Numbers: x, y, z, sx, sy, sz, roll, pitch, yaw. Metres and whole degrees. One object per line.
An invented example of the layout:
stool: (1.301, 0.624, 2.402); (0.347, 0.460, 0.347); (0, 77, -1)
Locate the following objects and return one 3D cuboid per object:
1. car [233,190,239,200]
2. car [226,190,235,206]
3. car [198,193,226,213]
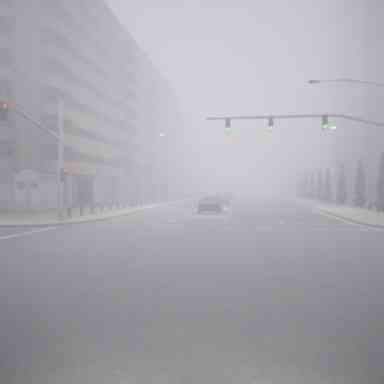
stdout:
car: (7.003, 0.454, 58.130); (2.097, 1.767, 4.553); (0, 1, 11)
car: (3.630, 0.865, 40.280); (2.128, 1.511, 4.902); (0, 1, 11)
car: (1.735, 1.010, 29.899); (1.882, 1.535, 5.008); (0, 1, 10)
